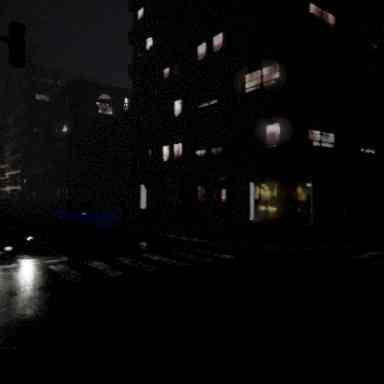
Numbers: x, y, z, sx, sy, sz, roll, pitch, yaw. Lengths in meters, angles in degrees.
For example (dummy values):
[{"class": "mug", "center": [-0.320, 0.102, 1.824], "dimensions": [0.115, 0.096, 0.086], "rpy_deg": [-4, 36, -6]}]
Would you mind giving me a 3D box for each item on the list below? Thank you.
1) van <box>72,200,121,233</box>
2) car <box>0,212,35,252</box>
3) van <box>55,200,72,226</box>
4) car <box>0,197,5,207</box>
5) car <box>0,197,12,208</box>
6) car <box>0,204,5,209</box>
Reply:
[{"class": "van", "center": [-5.920, 1.492, 20.858], "dimensions": [1.690, 1.788, 3.998], "rpy_deg": [-1, 0, -36]}, {"class": "car", "center": [-8.083, 1.648, 14.009], "dimensions": [2.033, 1.411, 5.357], "rpy_deg": [0, -1, -36]}, {"class": "van", "center": [-9.174, 1.538, 25.340], "dimensions": [1.690, 1.788, 3.998], "rpy_deg": [-1, 0, -36]}, {"class": "car", "center": [-38.465, 1.942, 65.673], "dimensions": [2.192, 1.841, 5.009], "rpy_deg": [-1, 0, -36]}, {"class": "car", "center": [-31.954, 1.969, 56.711], "dimensions": [1.967, 1.590, 4.097], "rpy_deg": [-1, 0, -36]}, {"class": "car", "center": [-13.824, 1.686, 21.917], "dimensions": [1.837, 1.490, 4.892], "rpy_deg": [0, 0, -36]}]
